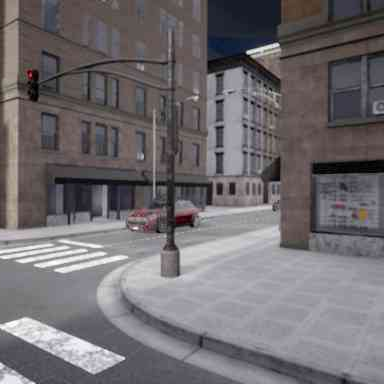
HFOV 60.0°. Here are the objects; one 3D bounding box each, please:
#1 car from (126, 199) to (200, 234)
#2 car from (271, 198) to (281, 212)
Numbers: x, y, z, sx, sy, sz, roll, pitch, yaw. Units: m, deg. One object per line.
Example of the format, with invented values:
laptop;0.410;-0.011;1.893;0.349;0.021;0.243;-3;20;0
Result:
car;-1.512;1.215;18.437;2.097;1.767;4.553;0;0;35
car;9.842;1.264;34.577;1.837;1.490;4.892;0;1;35
